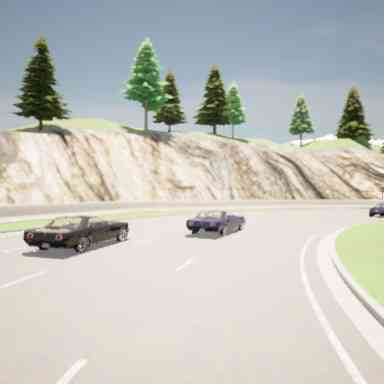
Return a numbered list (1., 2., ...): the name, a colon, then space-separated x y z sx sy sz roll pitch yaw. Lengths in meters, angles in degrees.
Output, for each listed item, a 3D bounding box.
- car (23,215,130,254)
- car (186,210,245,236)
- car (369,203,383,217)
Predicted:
1. car: -4.398 1.587 13.643 1.895 1.301 4.718 1 0 17
2. car: 1.499 1.658 18.834 1.895 1.301 4.718 0 0 26
3. car: 19.957 1.839 33.858 4.181 1.385 1.994 1 0 -30
